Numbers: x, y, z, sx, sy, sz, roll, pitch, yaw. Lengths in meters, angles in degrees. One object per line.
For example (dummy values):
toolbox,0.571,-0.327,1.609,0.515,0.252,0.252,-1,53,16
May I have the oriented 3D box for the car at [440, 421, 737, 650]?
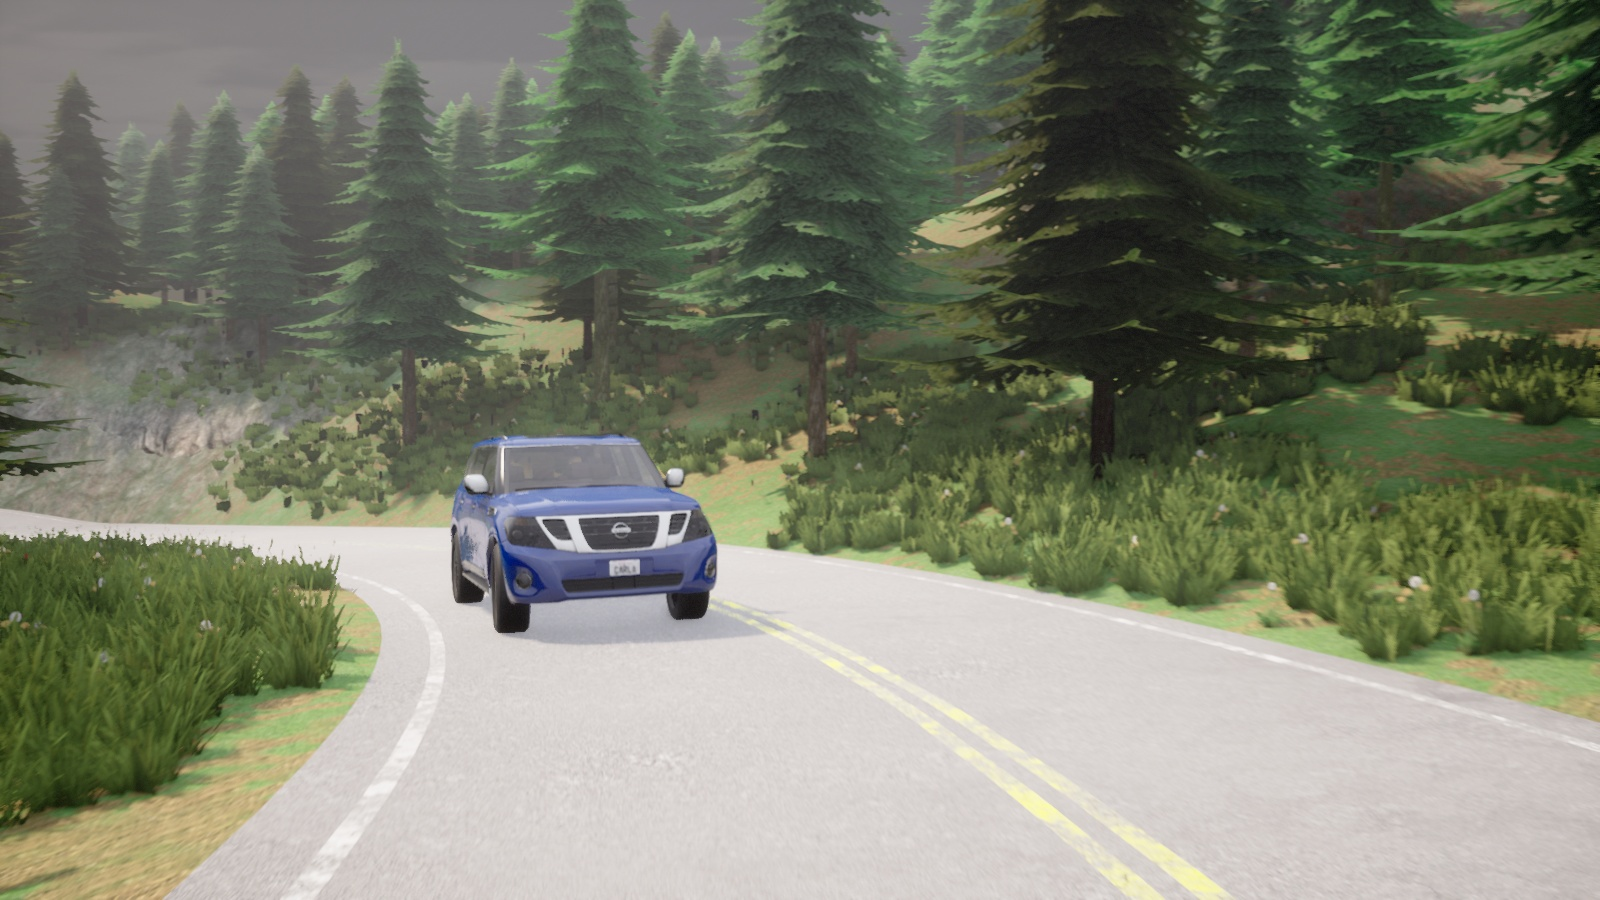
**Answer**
car,-2.693,0.828,14.460,2.150,2.045,5.566,-2,0,-22
